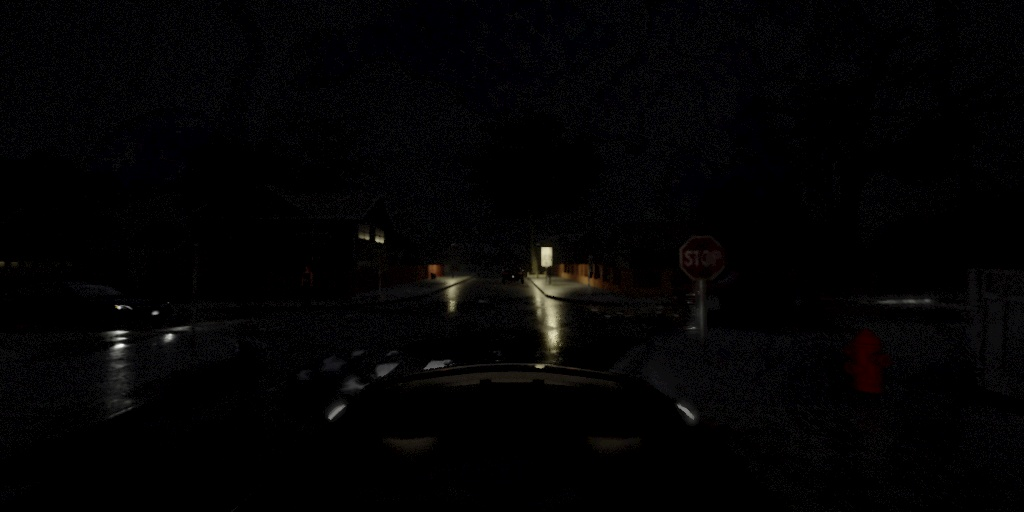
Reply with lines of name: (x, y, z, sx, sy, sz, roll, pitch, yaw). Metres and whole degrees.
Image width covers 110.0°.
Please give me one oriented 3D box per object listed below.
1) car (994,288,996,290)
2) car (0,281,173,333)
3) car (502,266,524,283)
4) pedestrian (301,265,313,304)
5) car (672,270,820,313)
car: (21.065, 1.175, 13.590, 4.892, 1.490, 1.837, 0, -3, 1)
car: (-13.303, 1.506, 11.064, 4.674, 1.442, 1.812, -1, -3, 0)
car: (0.098, 1.716, 33.744, 1.882, 1.535, 5.008, 0, -1, 0)
pedestrian: (-9.670, 1.344, 16.909, 0.375, 1.860, 0.375, 0, -2, 1)
car: (8.796, 1.301, 13.751, 5.008, 1.535, 1.882, -1, -3, 1)
